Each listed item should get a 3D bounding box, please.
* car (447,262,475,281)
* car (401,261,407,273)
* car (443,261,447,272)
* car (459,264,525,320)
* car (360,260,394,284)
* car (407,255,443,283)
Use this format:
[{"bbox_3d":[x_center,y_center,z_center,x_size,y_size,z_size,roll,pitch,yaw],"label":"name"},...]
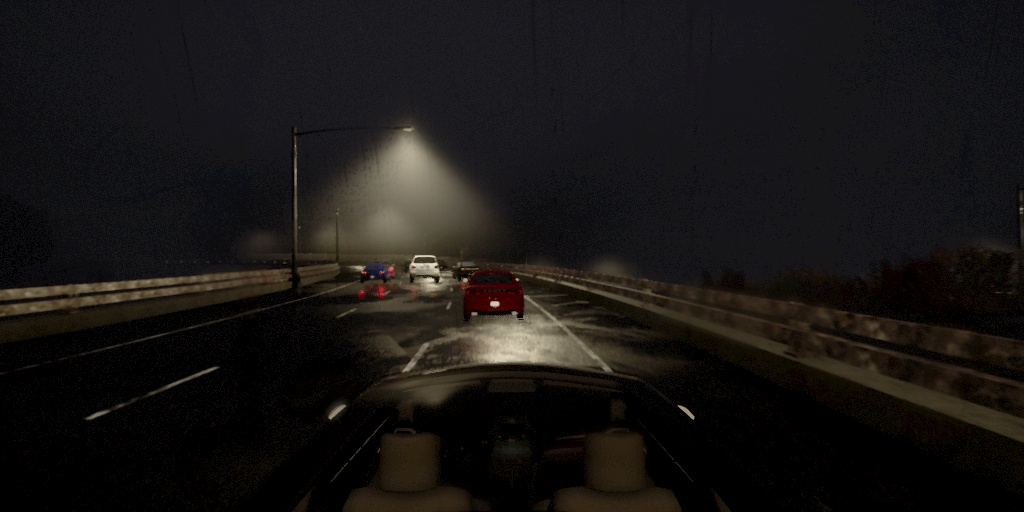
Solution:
[{"bbox_3d":[-3.968,1.244,30.692,2.128,1.511,4.902,0,0,-16],"label":"car"},{"bbox_3d":[-12.772,1.292,45.163,1.837,1.490,4.892,0,0,-23],"label":"car"},{"bbox_3d":[-9.875,1.248,47.255,1.882,1.535,5.008,0,0,-24],"label":"car"},{"bbox_3d":[-0.712,1.225,12.665,1.882,1.535,5.008,0,0,-5],"label":"car"},{"bbox_3d":[-10.475,1.311,27.751,1.812,1.442,4.674,0,0,-14],"label":"car"},{"bbox_3d":[-7.000,0.987,28.607,2.150,2.045,5.566,0,0,-15],"label":"car"}]
